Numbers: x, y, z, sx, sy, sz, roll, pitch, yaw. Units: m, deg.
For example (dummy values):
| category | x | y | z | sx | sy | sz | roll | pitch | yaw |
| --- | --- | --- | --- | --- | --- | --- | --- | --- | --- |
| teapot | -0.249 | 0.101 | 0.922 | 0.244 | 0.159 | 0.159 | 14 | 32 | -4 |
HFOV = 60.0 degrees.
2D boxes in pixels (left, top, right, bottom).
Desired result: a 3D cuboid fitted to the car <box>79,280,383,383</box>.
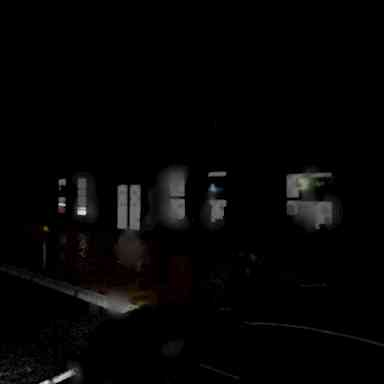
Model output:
| category | x | y | z | sx | sy | sz | roll | pitch | yaw |
| --- | --- | --- | --- | --- | --- | --- | --- | --- | --- |
| car | 1.042 | 1.532 | 2.649 | 4.892 | 1.490 | 1.837 | 0 | 0 | 39 |
